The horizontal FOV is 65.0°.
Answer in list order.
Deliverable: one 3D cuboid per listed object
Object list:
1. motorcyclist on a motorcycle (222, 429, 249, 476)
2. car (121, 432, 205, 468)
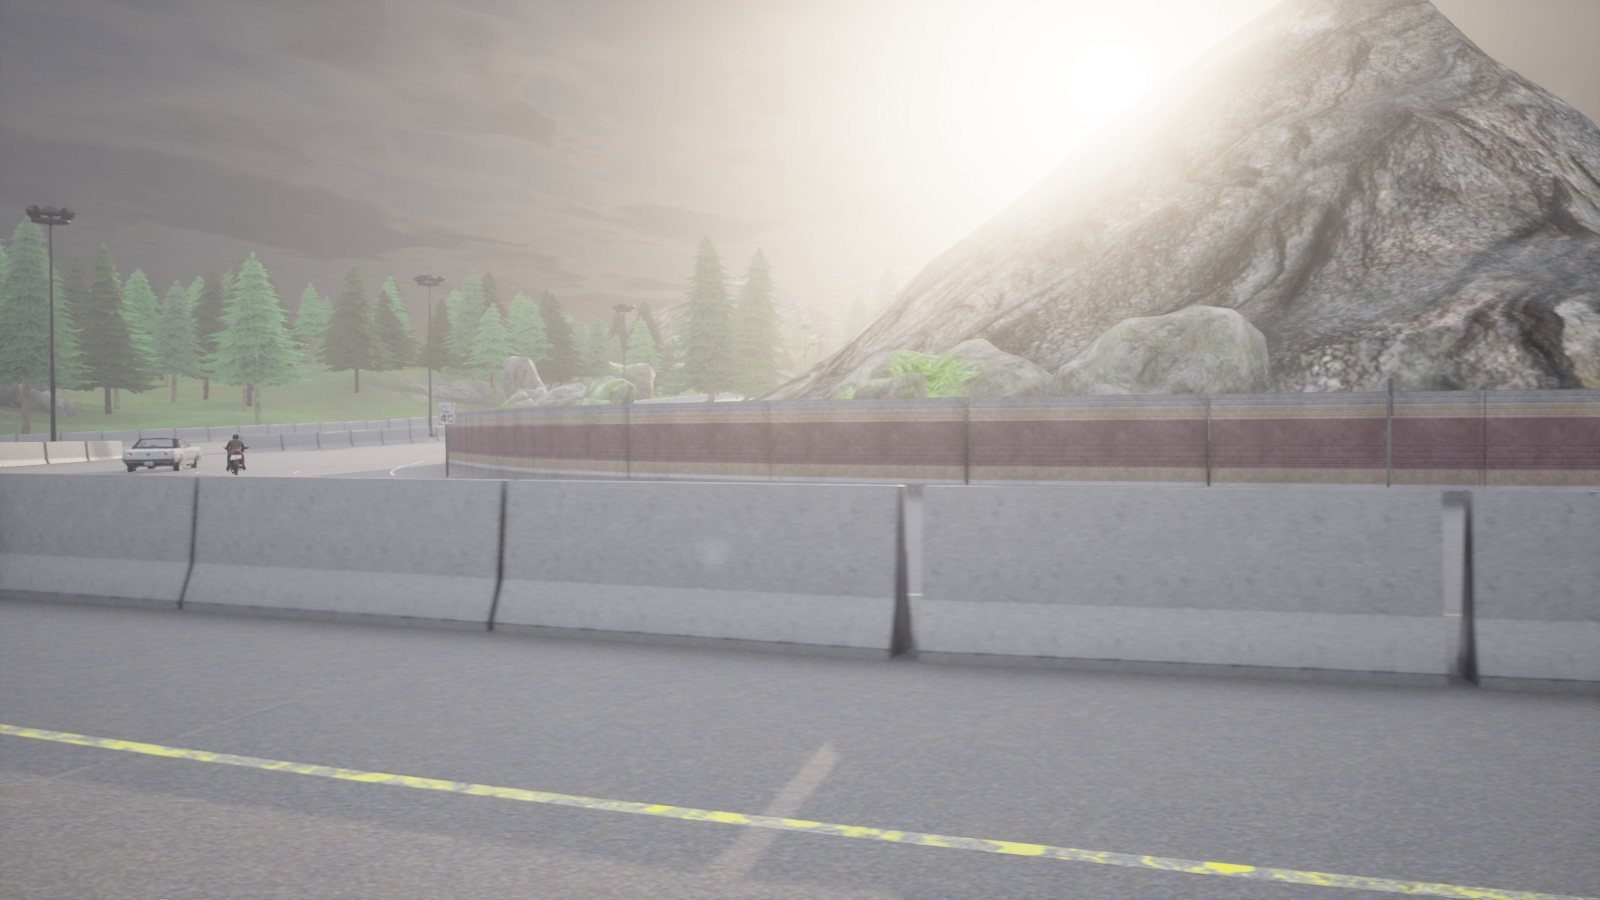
[{"bbox_3d":[-18.982,0.082,42.224,0.797,1.523,2.044,1,1,-25],"label":"motorcyclist on a motorcycle"},{"bbox_3d":[-25.096,-0.036,49.653,1.895,1.301,4.718,0,2,-13],"label":"car"}]
